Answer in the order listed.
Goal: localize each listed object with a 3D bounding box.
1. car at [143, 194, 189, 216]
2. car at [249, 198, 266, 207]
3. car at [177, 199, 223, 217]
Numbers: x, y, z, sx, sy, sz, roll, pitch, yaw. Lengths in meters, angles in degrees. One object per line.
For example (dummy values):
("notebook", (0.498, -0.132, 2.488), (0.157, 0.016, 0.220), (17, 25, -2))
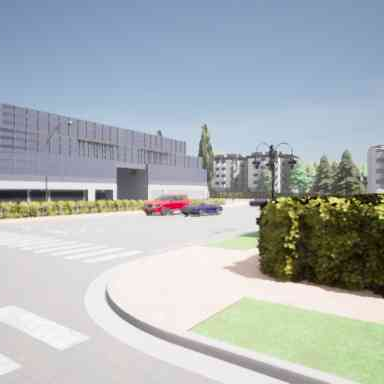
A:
("car", (-2.326, 1.231, 32.742), (2.150, 2.045, 5.566), (0, 0, 35))
("car", (10.312, 1.610, 51.174), (1.895, 1.301, 4.718), (0, 0, 29))
("car", (1.032, 1.612, 31.448), (1.895, 1.301, 4.718), (0, 0, 35))
